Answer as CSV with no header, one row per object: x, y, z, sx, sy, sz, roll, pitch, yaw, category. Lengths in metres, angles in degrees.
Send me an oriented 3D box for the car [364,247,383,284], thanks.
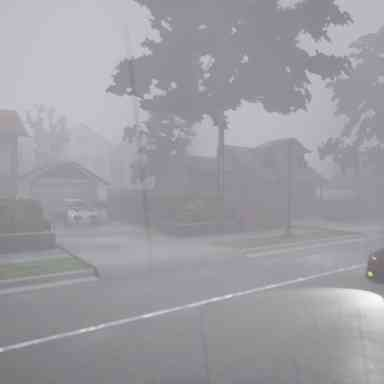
6.219,1.623,8.383,4.181,1.385,1.994,1,0,-35,car

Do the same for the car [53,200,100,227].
-6.877,1.201,19.698,1.970,1.475,3.806,0,0,-35,car
